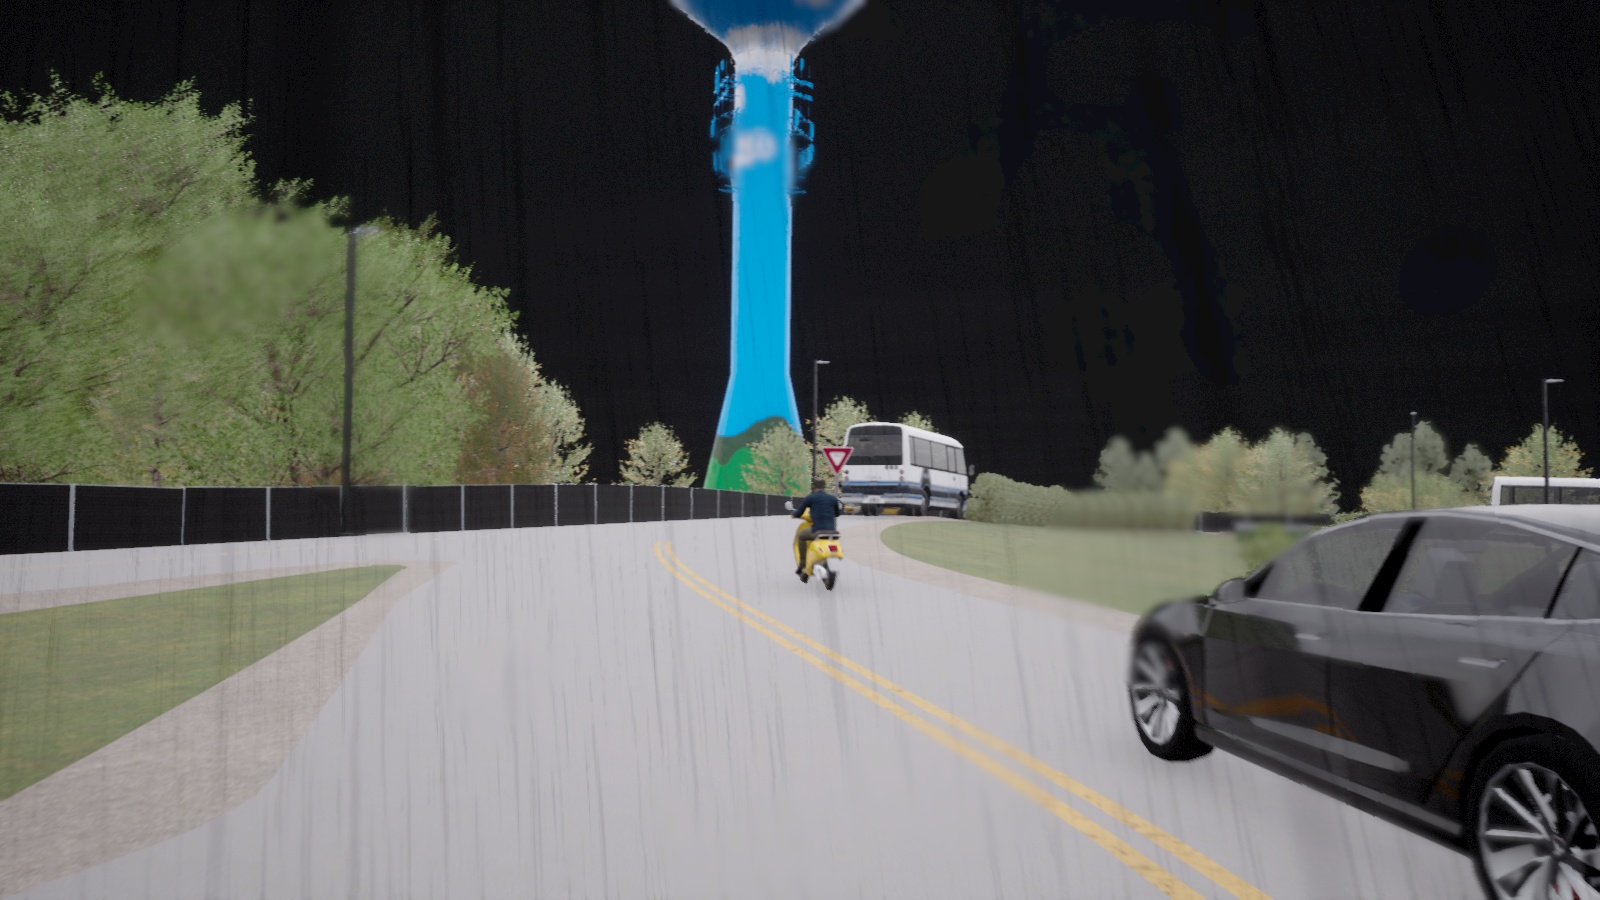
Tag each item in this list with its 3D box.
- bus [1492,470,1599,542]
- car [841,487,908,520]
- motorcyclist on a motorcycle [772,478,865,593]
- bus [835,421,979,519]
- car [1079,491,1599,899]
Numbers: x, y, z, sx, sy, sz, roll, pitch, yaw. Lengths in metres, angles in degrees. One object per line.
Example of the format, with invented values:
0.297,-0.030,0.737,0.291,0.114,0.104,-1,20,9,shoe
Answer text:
48.598,3.523,77.337,10.273,4.253,3.944,1,-3,26,bus
4.100,2.921,67.951,1.801,1.575,5.366,-2,-5,25,car
0.240,1.205,18.398,0.866,1.590,1.817,1,-2,-16,motorcyclist on a motorcycle
5.531,1.197,62.327,3.944,4.253,10.273,-1,-4,24,bus
3.153,0.948,5.685,2.163,1.488,4.792,1,-2,-8,car
